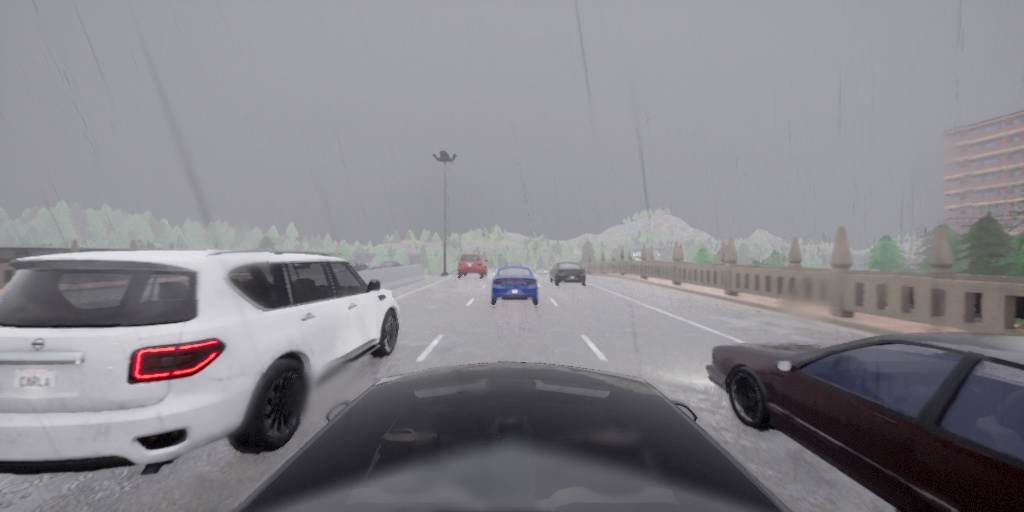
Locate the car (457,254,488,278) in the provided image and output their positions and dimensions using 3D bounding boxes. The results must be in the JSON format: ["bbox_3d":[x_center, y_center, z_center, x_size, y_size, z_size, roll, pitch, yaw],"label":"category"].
[{"bbox_3d":[-3.384,0.852,31.295,2.150,2.045,5.566,0,-1,0],"label":"car"}]

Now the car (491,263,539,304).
[{"bbox_3d":[0.107,1.157,15.841,1.882,1.535,5.008,0,0,0],"label":"car"}]

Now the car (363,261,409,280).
[{"bbox_3d":[-10.545,1.173,30.545,2.033,1.411,5.357,0,0,0],"label":"car"}]

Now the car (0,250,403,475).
[{"bbox_3d":[-3.410,0.953,5.235,2.150,2.045,5.566,0,0,0],"label":"car"}]

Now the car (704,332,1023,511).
[{"bbox_3d":[3.598,1.294,2.509,2.033,1.411,5.357,0,0,0],"label":"car"}]

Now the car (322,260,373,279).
[{"bbox_3d":[-14.060,1.118,30.989,2.128,1.511,4.902,0,-1,0],"label":"car"}]

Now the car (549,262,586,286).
[{"bbox_3d":[3.612,1.117,23.892,1.882,1.535,5.008,0,0,0],"label":"car"}]
